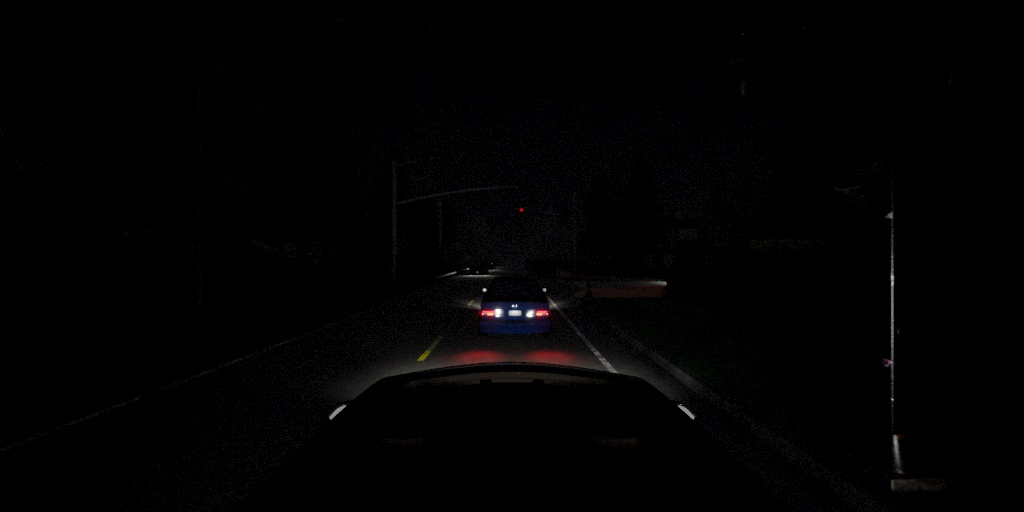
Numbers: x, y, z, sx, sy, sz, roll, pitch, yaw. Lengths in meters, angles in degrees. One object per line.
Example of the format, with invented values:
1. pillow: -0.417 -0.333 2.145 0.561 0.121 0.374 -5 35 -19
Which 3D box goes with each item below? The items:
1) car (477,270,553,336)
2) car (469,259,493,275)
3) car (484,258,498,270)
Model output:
1. car: 0.074 1.300 10.388 2.033 1.411 5.357 0 0 0
2. car: -3.624 1.310 40.032 2.033 1.411 5.357 0 0 0
3. car: -3.631 1.124 53.866 2.097 1.767 4.553 0 0 0
